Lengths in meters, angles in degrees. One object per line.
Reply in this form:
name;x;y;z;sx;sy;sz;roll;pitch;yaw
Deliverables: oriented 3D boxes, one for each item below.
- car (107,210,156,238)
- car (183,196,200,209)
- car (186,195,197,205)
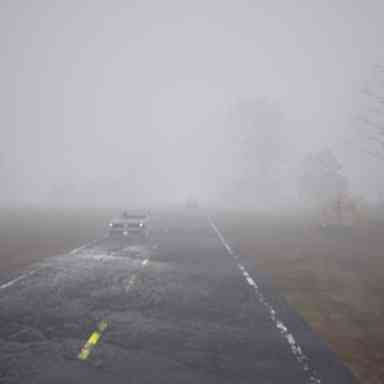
car;-3.132;1.636;17.909;1.895;1.301;4.718;0;0;0
car;0.007;1.611;46.078;1.812;1.442;4.674;0;0;0
car;-0.033;1.472;64.720;2.097;1.767;4.553;0;0;0
